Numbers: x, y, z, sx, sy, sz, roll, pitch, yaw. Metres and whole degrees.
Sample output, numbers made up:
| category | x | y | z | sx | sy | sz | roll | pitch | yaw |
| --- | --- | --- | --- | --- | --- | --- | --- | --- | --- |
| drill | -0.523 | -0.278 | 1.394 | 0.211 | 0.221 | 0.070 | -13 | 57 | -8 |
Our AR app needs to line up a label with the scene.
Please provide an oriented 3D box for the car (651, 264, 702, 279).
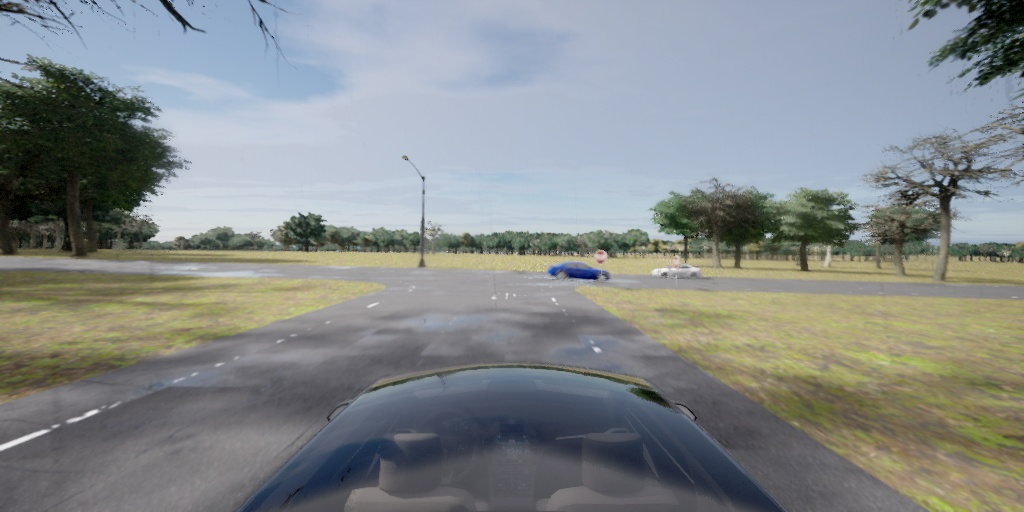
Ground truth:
| category | x | y | z | sx | sy | sz | roll | pitch | yaw |
| --- | --- | --- | --- | --- | --- | --- | --- | --- | --- |
| car | 16.169 | 1.496 | 35.236 | 4.674 | 1.442 | 1.812 | 1 | 2 | 0 |

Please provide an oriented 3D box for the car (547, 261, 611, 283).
| category | x | y | z | sx | sy | sz | roll | pitch | yaw |
| --- | --- | --- | --- | --- | --- | --- | --- | --- | --- |
| car | 5.257 | 1.185 | 28.301 | 5.008 | 1.535 | 1.882 | 3 | 1 | 0 |
